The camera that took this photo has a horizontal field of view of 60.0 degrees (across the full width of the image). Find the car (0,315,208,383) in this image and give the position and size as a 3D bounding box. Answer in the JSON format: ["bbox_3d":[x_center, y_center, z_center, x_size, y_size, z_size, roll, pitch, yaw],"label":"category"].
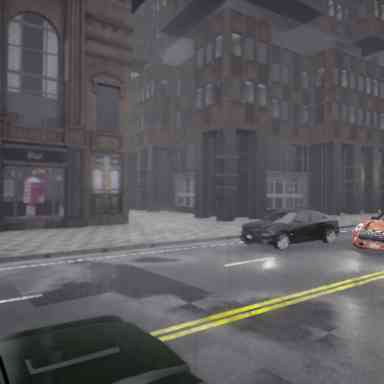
[{"bbox_3d":[-2.116,1.595,1.902,4.718,1.301,1.895,0,0,-36],"label":"car"}]

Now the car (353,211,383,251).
[{"bbox_3d":[8.528,1.385,13.348,4.553,1.767,2.097,0,0,-33],"label":"car"}]

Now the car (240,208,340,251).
[{"bbox_3d":[4.342,1.500,14.486,5.008,1.535,1.882,0,0,-34],"label":"car"}]
